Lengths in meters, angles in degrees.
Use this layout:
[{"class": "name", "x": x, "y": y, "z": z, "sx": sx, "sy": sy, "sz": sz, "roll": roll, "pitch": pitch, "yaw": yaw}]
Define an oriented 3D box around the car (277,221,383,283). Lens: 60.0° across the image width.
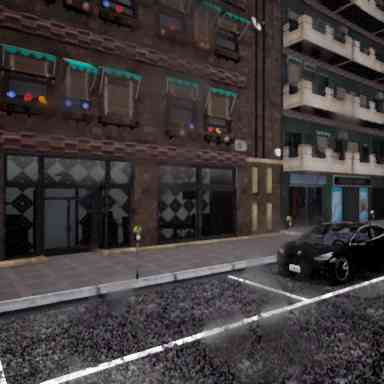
[{"class": "car", "x": 4.378, "y": 1.563, "z": 9.698, "sx": 4.313, "sy": 1.339, "sz": 1.947, "roll": 0, "pitch": 0, "yaw": -36}]
